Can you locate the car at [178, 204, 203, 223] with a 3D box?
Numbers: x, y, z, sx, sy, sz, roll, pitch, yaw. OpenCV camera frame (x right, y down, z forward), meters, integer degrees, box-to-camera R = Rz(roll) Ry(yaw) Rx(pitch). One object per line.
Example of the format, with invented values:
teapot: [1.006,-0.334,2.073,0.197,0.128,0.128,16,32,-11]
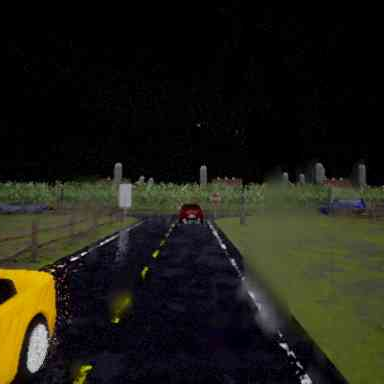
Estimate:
car: [-0.123,1.711,28.048,1.882,1.535,5.008,0,0,-3]

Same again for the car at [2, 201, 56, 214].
car: [-18.195,1.711,37.193,5.357,1.411,2.033,0,-1,0]

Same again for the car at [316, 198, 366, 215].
car: [17.871,1.727,39.948,5.566,2.045,2.150,0,-1,0]

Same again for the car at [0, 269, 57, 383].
car: [-2.849,1.502,2.700,1.882,1.535,5.008,0,-1,0]
